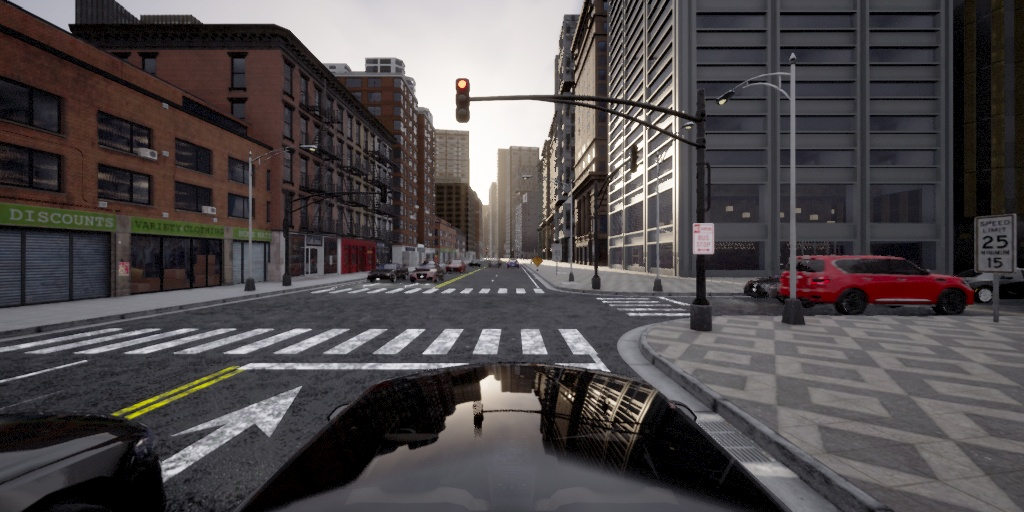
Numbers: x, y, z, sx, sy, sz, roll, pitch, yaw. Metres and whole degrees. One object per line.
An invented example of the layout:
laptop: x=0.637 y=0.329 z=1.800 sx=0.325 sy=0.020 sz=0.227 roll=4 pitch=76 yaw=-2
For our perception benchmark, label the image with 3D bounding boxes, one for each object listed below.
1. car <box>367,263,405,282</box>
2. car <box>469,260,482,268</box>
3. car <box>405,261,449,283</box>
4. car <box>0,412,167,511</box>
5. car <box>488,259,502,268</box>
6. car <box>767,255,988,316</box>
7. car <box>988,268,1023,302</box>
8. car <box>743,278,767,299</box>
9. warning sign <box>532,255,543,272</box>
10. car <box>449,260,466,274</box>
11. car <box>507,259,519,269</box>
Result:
car: x=-9.793 y=1.301 z=28.854 sx=2.033 sy=1.411 sz=5.357 roll=0 pitch=0 yaw=0
car: x=-6.369 y=1.336 z=62.762 sx=1.895 sy=1.301 sz=4.718 roll=0 pitch=0 yaw=0
car: x=-6.543 y=1.317 z=28.031 sx=1.994 sy=1.385 sz=4.181 roll=0 pitch=0 yaw=0
car: x=-3.153 y=1.241 z=0.277 sx=2.128 sy=1.511 sz=4.902 roll=0 pitch=0 yaw=0
car: x=-3.020 y=1.227 z=61.378 sx=2.128 sy=1.511 sz=4.902 roll=0 pitch=0 yaw=0
car: x=12.830 y=0.987 z=12.913 sx=5.566 sy=2.045 sz=2.150 roll=0 pitch=0 yaw=0
car: x=21.644 y=1.251 z=16.076 sx=5.008 sy=1.535 sz=1.882 roll=0 pitch=0 yaw=1
car: x=12.892 y=1.333 z=16.132 sx=4.181 sy=1.385 sz=1.994 roll=0 pitch=0 yaw=0
warning sign: x=2.935 y=0.862 z=41.267 sx=1.300 sy=1.860 sz=1.060 roll=0 pitch=0 yaw=0
car: x=-6.512 y=1.224 z=41.689 sx=1.882 sy=1.535 sz=5.008 roll=0 pitch=0 yaw=0
car: x=0.163 y=1.263 z=57.351 sx=1.812 sy=1.442 sz=4.674 roll=0 pitch=0 yaw=1
